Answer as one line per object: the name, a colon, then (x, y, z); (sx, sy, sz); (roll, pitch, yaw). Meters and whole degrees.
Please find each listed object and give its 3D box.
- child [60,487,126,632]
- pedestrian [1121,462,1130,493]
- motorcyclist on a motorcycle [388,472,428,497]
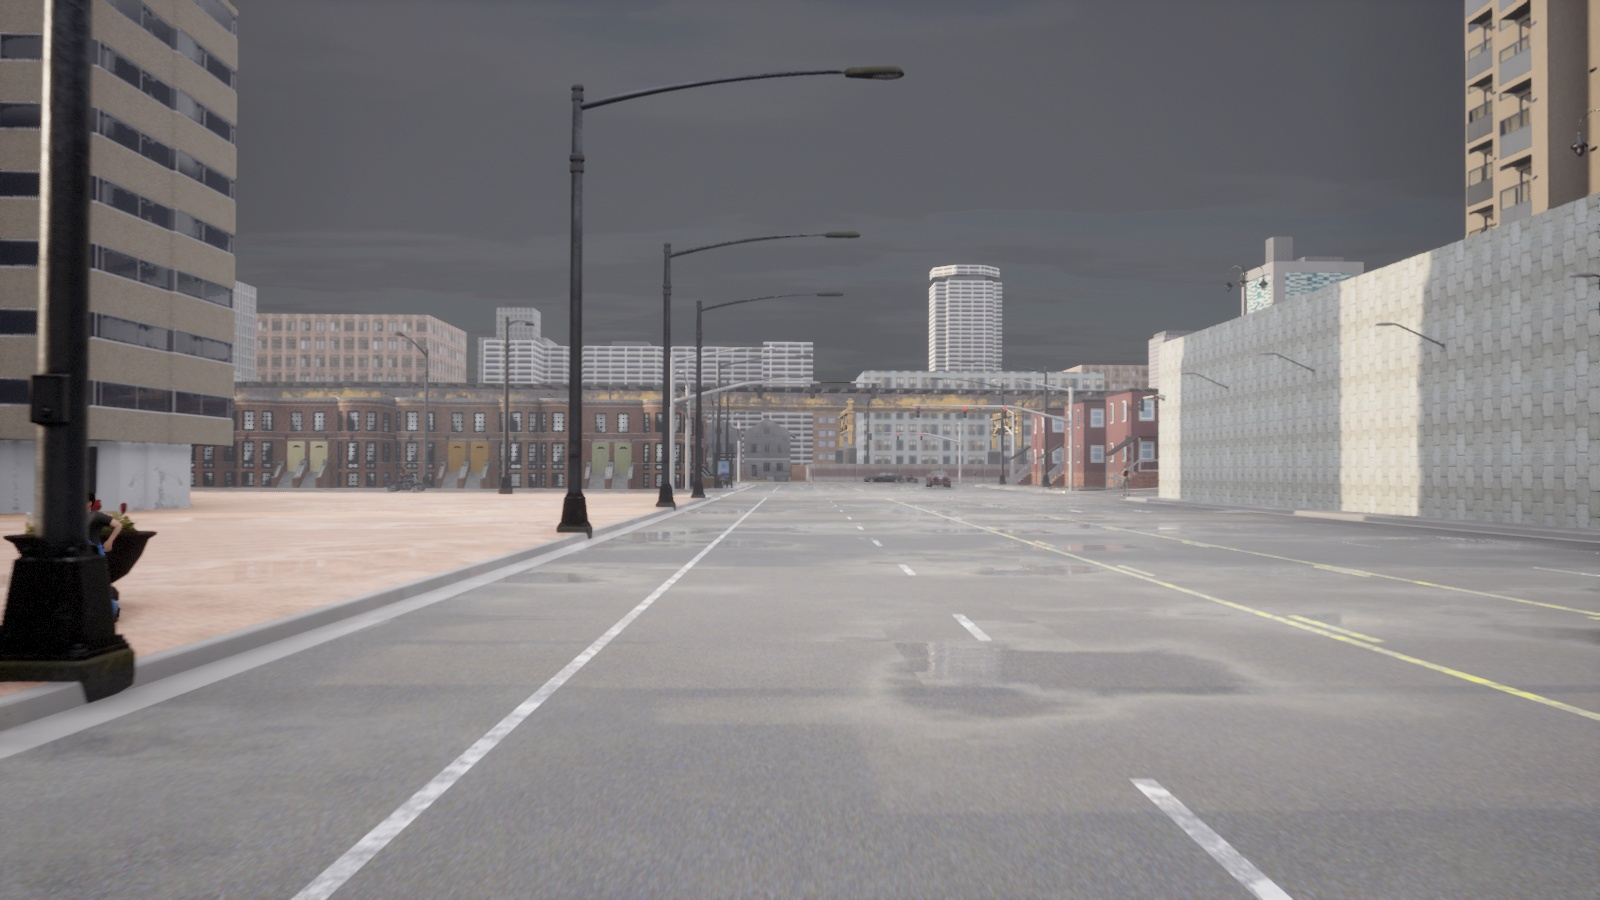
child: (-6.333, 0.963, 11.252); (0.270, 1.263, 0.437); (-1, -1, 32)
pedestrian: (19.174, 1.627, 74.030); (0.345, 1.836, 0.594); (0, -1, 0)
motorcyclist on a motorcycle: (-25.371, 2.227, 81.288); (2.350, 1.649, 0.766); (0, -1, 0)
